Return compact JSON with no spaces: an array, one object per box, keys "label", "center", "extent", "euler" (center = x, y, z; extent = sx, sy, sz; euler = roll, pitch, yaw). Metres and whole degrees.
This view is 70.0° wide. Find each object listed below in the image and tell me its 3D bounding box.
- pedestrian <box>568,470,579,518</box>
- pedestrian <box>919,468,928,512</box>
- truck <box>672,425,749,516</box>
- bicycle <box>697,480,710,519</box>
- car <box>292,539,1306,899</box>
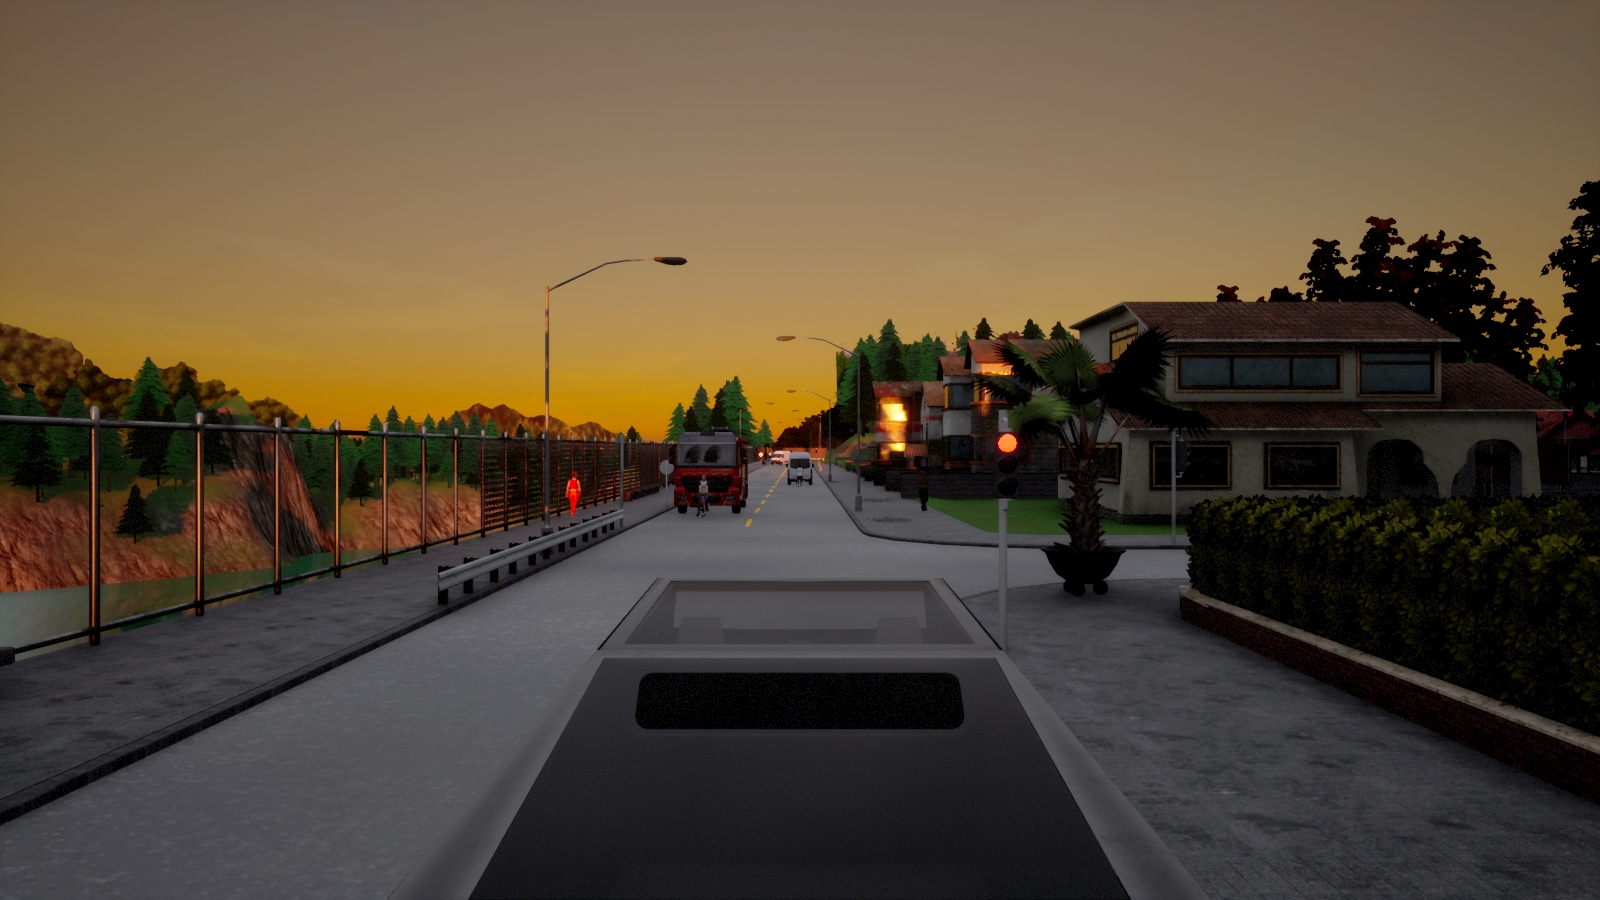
[{"label":"pedestrian","center":[-8.894,1.727,44.855],"extent":[0.375,1.860,0.375],"euler":[0,0,-2]},{"label":"pedestrian","center":[5.296,1.726,49.046],"extent":[0.375,1.860,0.375],"euler":[0,0,0]},{"label":"truck","center":[-3.997,0.871,52.639],"extent":[2.891,3.827,8.468],"euler":[0,0,0]},{"label":"bicycle","center":[-3.996,2.038,47.344],"extent":[0.373,1.496,1.643],"euler":[0,0,0]},{"label":"car","center":[-0.001,1.751,5.830],"extent":[2.390,2.098,6.274],"euler":[0,0,0]}]
